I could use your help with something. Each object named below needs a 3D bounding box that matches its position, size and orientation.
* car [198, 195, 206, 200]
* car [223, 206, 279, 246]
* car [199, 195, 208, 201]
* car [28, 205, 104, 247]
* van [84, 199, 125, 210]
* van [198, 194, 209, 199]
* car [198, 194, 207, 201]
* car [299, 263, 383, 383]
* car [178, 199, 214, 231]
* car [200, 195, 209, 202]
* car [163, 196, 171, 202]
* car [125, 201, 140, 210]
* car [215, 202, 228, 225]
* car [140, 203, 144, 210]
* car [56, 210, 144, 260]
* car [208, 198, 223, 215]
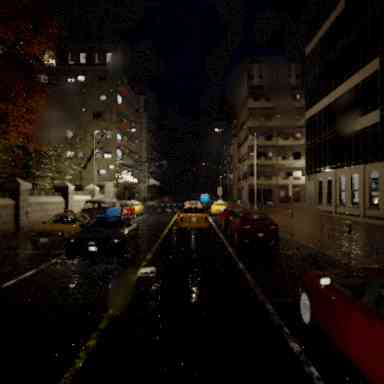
[{"bbox_3d":[2.719,1.489,92.814,2.008,1.369,4.403,1,0,0],"label":"car"},{"bbox_3d":[2.702,1.547,15.287,1.887,1.381,4.507,1,0,0],"label":"car"},{"bbox_3d":[2.716,1.522,81.473,1.947,1.339,4.313,1,0,0],"label":"car"},{"bbox_3d":[-5.678,1.528,15.145,1.752,1.417,4.829,1,0,0],"label":"car"},{"bbox_3d":[-5.674,1.344,20.928,1.690,1.788,3.998,1,0,0],"label":"van"},{"bbox_3d":[2.717,1.312,70.130,1.690,1.788,3.998,1,0,0],"label":"van"},{"bbox_3d":[2.719,1.388,87.143,1.967,1.590,4.097,1,0,0],"label":"car"},{"bbox_3d":[2.700,1.546,4.051,1.887,1.381,4.507,1,0,0],"label":"car"},{"bbox_3d":[0.106,1.458,20.288,1.801,1.575,5.366,0,0,0],"label":"car"},{"bbox_3d":[2.715,1.508,75.802,1.887,1.381,4.507,1,0,0],"label":"car"},{"bbox_3d":[-5.665,1.546,75.860,1.802,1.307,4.206,1,0,0],"label":"car"},{"bbox_3d":[-5.674,1.443,26.542,1.967,1.590,4.097,1,0,0],"label":"car"},{"bbox_3d":[2.704,1.547,20.904,1.887,1.381,4.507,1,0,0],"label":"car"},{"bbox_3d":[-5.674,1.527,31.986,1.752,1.417,4.829,1,0,0],"label":"car"},{"bbox_3d":[-3.093,1.567,12.320,1.994,1.385,4.181,0,0,0],"label":"car"},{"bbox_3d":[2.706,1.526,32.307,1.752,1.417,4.829,1,0,0],"label":"car"}]
